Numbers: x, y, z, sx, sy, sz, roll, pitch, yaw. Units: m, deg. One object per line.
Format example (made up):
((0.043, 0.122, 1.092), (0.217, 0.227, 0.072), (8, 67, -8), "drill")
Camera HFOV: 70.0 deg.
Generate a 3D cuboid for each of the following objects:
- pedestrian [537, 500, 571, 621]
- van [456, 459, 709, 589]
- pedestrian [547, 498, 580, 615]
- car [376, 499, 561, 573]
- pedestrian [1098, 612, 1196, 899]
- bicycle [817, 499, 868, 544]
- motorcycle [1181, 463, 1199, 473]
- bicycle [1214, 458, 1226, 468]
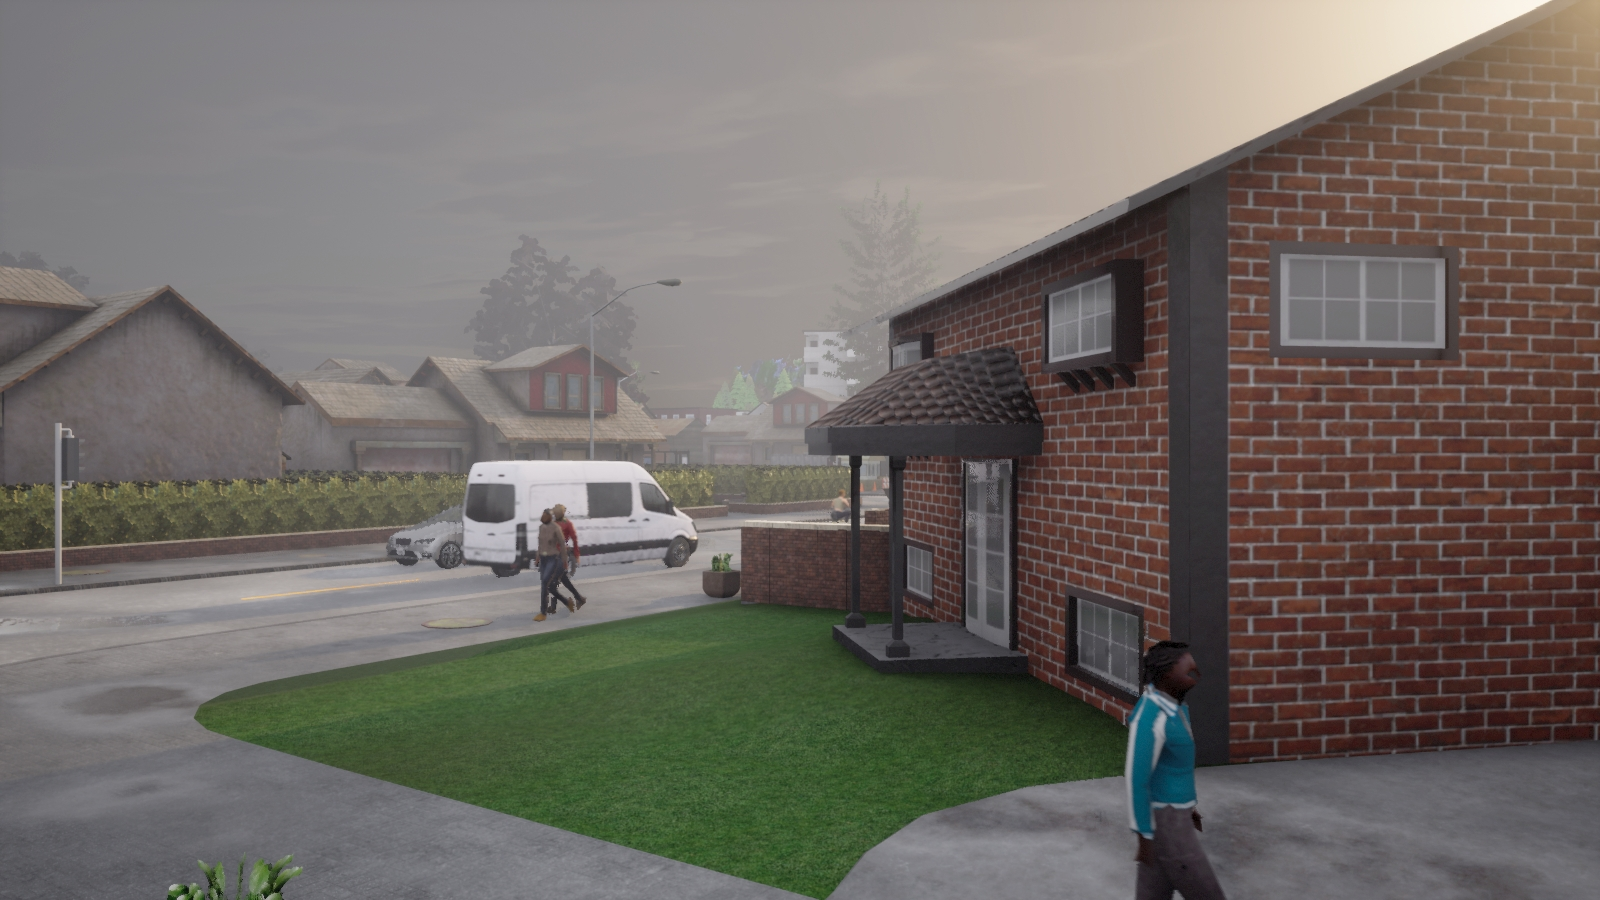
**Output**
((-3.897, 1.736, 18.102), (0.375, 1.860, 0.375), (0, 0, 34), "pedestrian")
((-4.758, 1.523, 26.032), (1.988, 2.561, 5.915), (0, 0, 36), "van")
((-3.880, 1.735, 18.759), (0.375, 1.860, 0.375), (0, 0, 35), "pedestrian")
((-8.091, 2.051, 28.194), (1.816, 1.474, 4.193), (0, 0, 34), "car")
((1.664, 1.744, 5.471), (0.375, 1.860, 0.375), (0, 0, 29), "pedestrian")
((1.305, 2.146, 34.641), (0.859, 1.276, 1.487), (0, 0, 35), "bicycle")
((47.455, 2.161, 139.026), (2.033, 1.199, 0.803), (0, 0, 35), "motorcycle")
((65.395, 2.030, 177.932), (1.835, 1.471, 0.329), (0, 0, 35), "bicycle")
